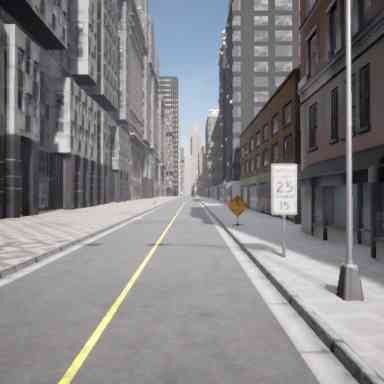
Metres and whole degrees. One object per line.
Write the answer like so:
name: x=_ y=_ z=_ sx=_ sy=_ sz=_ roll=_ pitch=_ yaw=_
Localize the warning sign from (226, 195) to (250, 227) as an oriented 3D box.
warning sign: x=2.707 y=1.110 z=19.721 sx=1.300 sy=1.860 sz=1.060 roll=-1 pitch=-1 yaw=0
